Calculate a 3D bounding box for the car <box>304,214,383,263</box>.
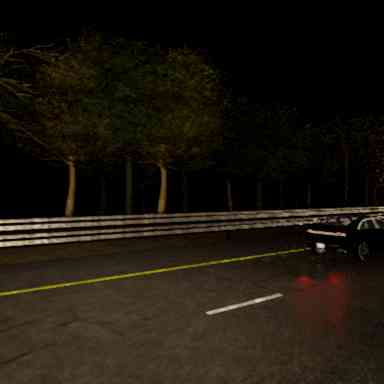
[{"bbox_3d":[6.278,1.597,12.522,4.902,1.511,2.128,1,0,-35],"label":"car"}]
